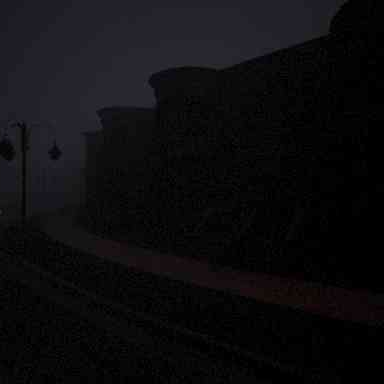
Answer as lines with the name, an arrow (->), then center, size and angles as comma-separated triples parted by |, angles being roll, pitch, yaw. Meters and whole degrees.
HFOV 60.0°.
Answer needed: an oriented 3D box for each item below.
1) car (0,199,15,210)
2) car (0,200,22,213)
car -> -26.303, 1.737, 46.000 | 1.994, 1.385, 4.181 | 0, 0, -9
car -> -21.088, 1.746, 38.118 | 1.895, 1.301, 4.718 | 0, 0, -13
